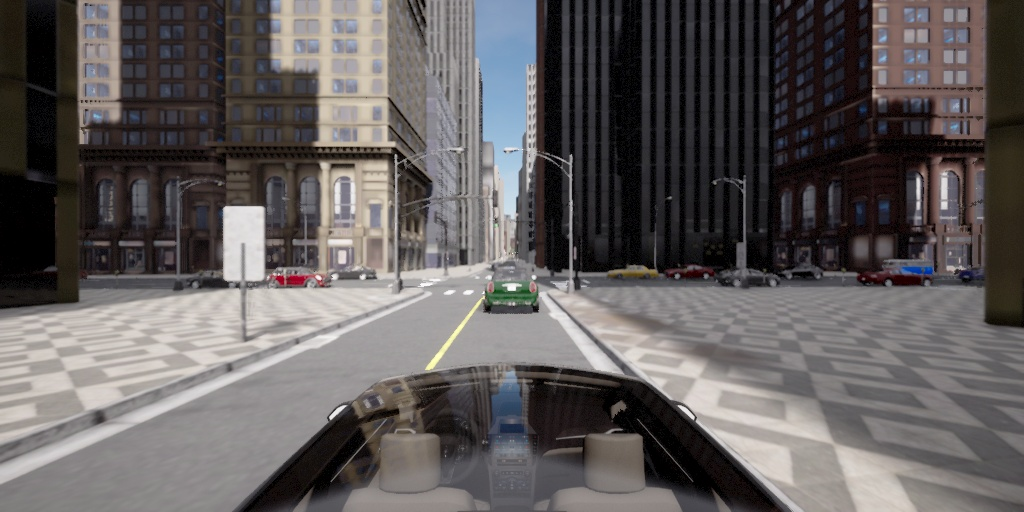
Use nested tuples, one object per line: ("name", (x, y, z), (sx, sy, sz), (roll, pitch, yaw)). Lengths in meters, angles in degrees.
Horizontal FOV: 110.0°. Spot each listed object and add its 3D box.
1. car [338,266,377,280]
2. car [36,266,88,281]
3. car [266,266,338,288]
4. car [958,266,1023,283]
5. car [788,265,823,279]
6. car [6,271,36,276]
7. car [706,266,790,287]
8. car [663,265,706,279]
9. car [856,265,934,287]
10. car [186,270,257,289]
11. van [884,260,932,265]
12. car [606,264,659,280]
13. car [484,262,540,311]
("car", (-15.345, 1.613, 34.601), (4.403, 1.370, 2.007), (0, 0, 0))
("car", (-43.686, 1.641, 34.494), (4.097, 1.591, 1.967), (0, 0, 0))
("car", (-15.343, 1.546, 26.076), (4.097, 1.591, 1.967), (0, 0, 0))
("car", (39.090, 1.493, 29.021), (4.674, 1.442, 1.812), (0, 0, 0))
("car", (27.645, 1.519, 34.763), (4.313, 1.339, 1.948), (0, 0, 0))
("car", (-38.017, 1.791, 25.990), (4.207, 1.307, 1.802), (0, 0, 0))
("car", (17.148, 1.566, 26.198), (4.403, 1.370, 2.007), (0, 0, 0))
("car", (17.045, 1.518, 34.723), (4.507, 1.381, 1.888), (0, 0, 0))
("car", (27.945, 1.541, 26.239), (4.507, 1.381, 1.888), (0, 0, 0))
("car", (-21.012, 1.676, 26.054), (4.403, 1.370, 2.007), (0, 0, 0))
("van", (38.245, 1.280, 34.803), (3.998, 1.789, 1.690), (0, 0, 0))
("car", (11.575, 1.510, 34.702), (4.829, 1.417, 1.751), (0, 0, 0))
("car", (-0.016, 1.236, 15.247), (2.097, 1.767, 4.553), (0, -1, 0))
